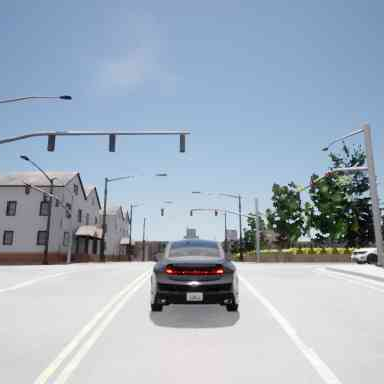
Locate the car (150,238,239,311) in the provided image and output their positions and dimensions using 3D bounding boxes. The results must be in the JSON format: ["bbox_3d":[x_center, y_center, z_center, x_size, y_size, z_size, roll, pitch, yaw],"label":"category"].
[{"bbox_3d":[0.056,1.982,8.610,1.837,1.490,4.892,0,-7,0],"label":"car"}]

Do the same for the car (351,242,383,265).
[{"bbox_3d":[16.832,5.303,28.832,5.566,2.045,2.150,0,-12,1],"label":"car"}]

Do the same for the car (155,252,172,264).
[{"bbox_3d":[-3.665,8.772,44.088,1.812,1.442,4.674,0,-12,0],"label":"car"}]

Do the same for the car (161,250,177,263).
[{"bbox_3d":[-3.678,10.523,54.067,2.150,2.045,5.566,0,-12,0],"label":"car"}]
